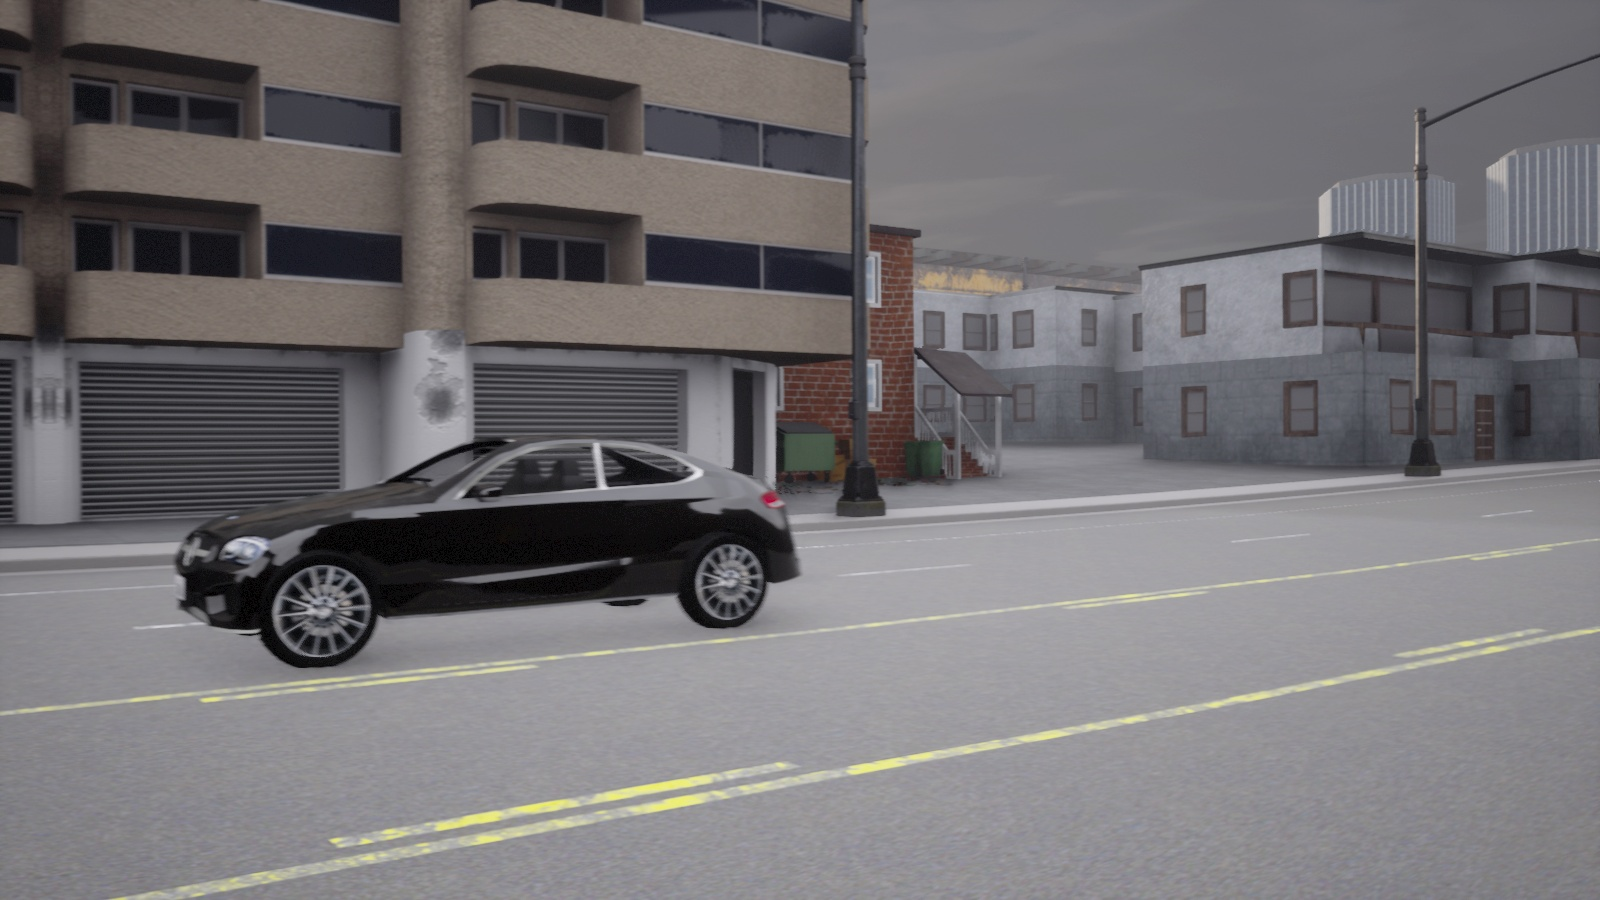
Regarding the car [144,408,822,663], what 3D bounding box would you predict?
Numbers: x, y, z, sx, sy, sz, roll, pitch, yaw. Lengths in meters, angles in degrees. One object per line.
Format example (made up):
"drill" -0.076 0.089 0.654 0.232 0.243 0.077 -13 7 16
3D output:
"car" -2.493 0.546 10.453 5.027 1.651 2.152 0 0 -35
